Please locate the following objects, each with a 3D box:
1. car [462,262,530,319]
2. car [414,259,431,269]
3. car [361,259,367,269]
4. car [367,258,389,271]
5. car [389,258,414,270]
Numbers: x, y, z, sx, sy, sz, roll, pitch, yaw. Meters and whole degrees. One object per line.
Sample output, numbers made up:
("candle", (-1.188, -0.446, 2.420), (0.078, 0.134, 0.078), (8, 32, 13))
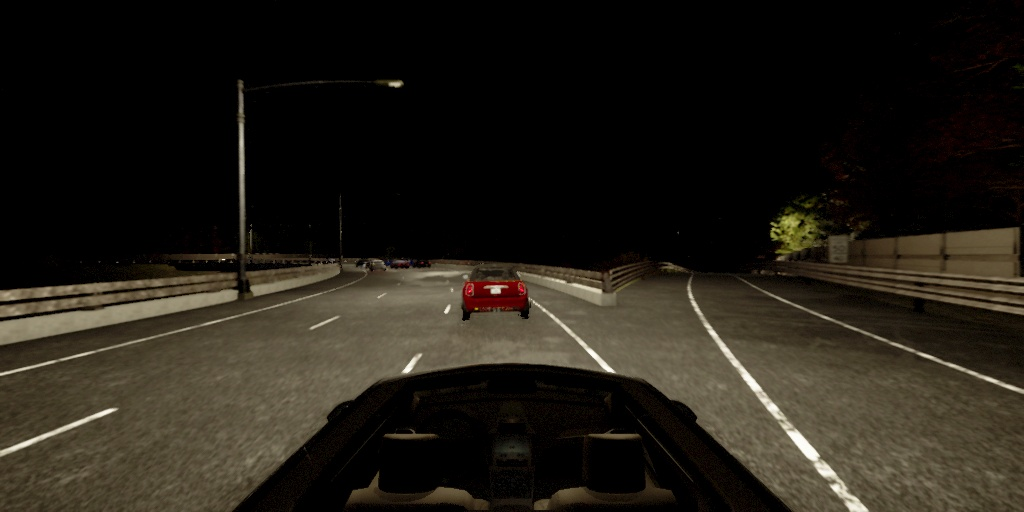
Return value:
("car", (-0.694, 1.071, 12.843), (2.097, 1.767, 4.553), (-1, 0, -6))
("car", (-13.978, 1.222, 55.769), (1.812, 1.442, 4.674), (-1, 0, -31))
("car", (-20.203, 1.244, 52.577), (2.128, 1.511, 4.902), (0, -1, -31))
("car", (-18.125, 1.266, 48.304), (1.812, 1.442, 4.674), (-1, 1, -25))
("car", (-16.806, 1.271, 53.684), (2.033, 1.411, 5.357), (-1, 0, -31))
